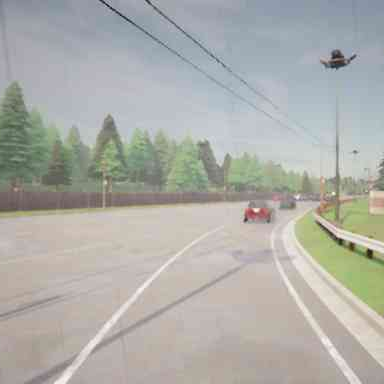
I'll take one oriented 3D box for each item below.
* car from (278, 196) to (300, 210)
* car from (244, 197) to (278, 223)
[{"bbox_3d":[14.096,1.783,48.792,2.128,1.511,4.902,0,0,25],"label":"car"},{"bbox_3d":[5.700,1.510,27.773,2.097,1.767,4.553,0,0,19],"label":"car"}]
